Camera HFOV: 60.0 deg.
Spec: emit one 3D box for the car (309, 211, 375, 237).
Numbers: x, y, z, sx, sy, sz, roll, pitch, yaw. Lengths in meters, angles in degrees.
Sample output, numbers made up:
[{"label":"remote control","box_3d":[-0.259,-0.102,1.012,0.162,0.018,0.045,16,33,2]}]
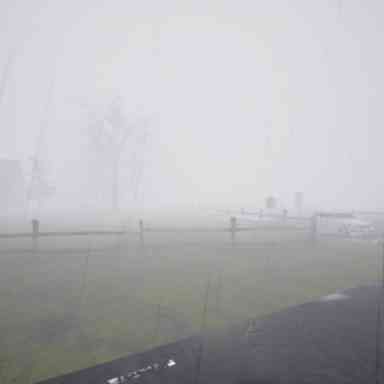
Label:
[{"label":"car","box_3d":[9.333,1.938,21.178,1.812,1.442,4.674,1,-1,-14]}]
